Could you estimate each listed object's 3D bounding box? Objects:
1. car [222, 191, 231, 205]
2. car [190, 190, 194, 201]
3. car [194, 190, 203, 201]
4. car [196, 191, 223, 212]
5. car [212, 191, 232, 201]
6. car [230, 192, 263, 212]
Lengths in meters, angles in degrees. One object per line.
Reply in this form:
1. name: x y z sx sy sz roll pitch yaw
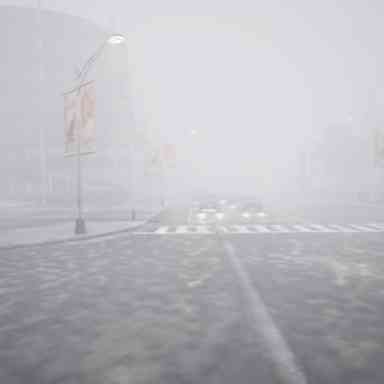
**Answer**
1. car: 5.095 0.743 39.836 2.033 1.411 5.357 -1 1 1
2. car: 0.997 0.425 49.222 2.097 1.767 4.553 -1 1 -10
3. car: 1.599 0.740 39.280 2.128 1.511 4.902 -1 1 1
4. car: 1.488 0.929 29.865 1.837 1.490 4.892 -1 1 1
5. car: 4.452 0.583 49.823 1.994 1.385 4.181 -1 1 -10
6. car: 4.991 0.928 29.827 2.033 1.411 5.357 -1 1 1
